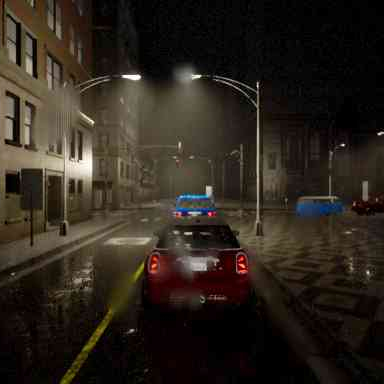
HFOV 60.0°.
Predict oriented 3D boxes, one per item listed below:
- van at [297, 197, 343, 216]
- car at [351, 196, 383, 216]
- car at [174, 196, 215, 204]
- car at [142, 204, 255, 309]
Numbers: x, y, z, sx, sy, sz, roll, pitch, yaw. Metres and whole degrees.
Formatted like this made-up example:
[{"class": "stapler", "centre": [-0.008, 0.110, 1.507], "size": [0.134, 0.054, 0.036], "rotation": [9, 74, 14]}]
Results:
[{"class": "van", "centre": [11.780, 1.344, 30.765], "size": [3.998, 1.788, 1.690], "rotation": [0, 0, -1]}, {"class": "car", "centre": [17.421, 1.317, 30.842], "size": [5.009, 1.841, 2.192], "rotation": [0, 0, -1]}, {"class": "car", "centre": [0.132, 1.204, 17.887], "size": [2.150, 2.045, 5.566], "rotation": [0, 0, 0]}, {"class": "car", "centre": [0.116, 1.345, 8.030], "size": [2.097, 1.767, 4.553], "rotation": [0, 0, 0]}]
